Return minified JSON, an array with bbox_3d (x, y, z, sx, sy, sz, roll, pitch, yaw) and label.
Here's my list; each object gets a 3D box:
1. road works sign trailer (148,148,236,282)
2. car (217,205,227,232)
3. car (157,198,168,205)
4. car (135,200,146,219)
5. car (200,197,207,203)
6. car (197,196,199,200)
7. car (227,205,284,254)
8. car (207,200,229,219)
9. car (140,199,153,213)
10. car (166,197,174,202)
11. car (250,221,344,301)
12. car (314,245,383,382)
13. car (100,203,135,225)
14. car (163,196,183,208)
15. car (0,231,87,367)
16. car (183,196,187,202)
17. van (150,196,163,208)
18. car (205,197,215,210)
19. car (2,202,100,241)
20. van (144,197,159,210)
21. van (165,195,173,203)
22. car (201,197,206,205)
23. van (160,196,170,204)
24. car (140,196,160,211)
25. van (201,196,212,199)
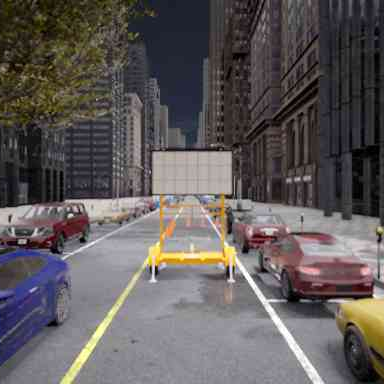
[{"bbox_3d":[0.006,0.508,9.873,2.380,3.560,2.880,0,0,0],"label":"road works sign trailer"},{"bbox_3d":[2.774,1.654,19.488,1.947,1.339,4.313,0,0,0],"label":"car"},{"bbox_3d":[-5.723,1.888,64.904,1.802,1.307,4.206,0,0,0],"label":"car"},{"bbox_3d":[-5.744,1.723,30.840,1.802,1.307,4.206,0,0,0],"label":"car"},{"bbox_3d":[2.812,1.975,81.941,1.802,1.307,4.206,0,0,0],"label":"car"},{"bbox_3d":[2.809,1.804,76.264,1.967,1.590,4.097,0,0,0],"label":"car"},{"bbox_3d":[2.770,1.502,13.811,1.967,1.590,4.097,0,0,0],"label":"car"},{"bbox_3d":[2.781,1.692,30.843,2.008,1.369,4.403,0,0,0],"label":"car"},{"bbox_3d":[-5.741,1.749,36.517,1.802,1.307,4.206,0,0,0],"label":"car"},{"bbox_3d":[-5.709,1.947,87.443,1.752,1.417,4.829,0,0,0],"label":"car"},{"bbox_3d":[2.767,1.618,8.133,1.802,1.307,4.206,0,0,0],"label":"car"},{"bbox_3d":[2.763,1.537,2.626,1.752,1.417,4.829,0,0,0],"label":"car"},{"bbox_3d":[-5.748,1.639,24.992,1.752,1.417,4.829,0,0,0],"label":"car"},{"bbox_3d":[-2.972,1.739,52.813,2.128,1.511,4.902,0,0,0],"label":"car"},{"bbox_3d":[-3.097,1.545,4.402,1.812,1.442,4.674,0,0,0],"label":"car"},{"bbox_3d":[-2.944,1.950,89.869,1.837,1.490,4.892,0,0,0],"label":"car"},{"bbox_3d":[-5.731,1.591,53.550,1.690,1.788,3.998,0,0,0],"label":"van"},{"bbox_3d":[2.784,1.608,36.521,1.967,1.590,4.097,0,0,0],"label":"car"},{"bbox_3d":[-5.755,1.377,13.808,2.192,1.841,5.009,0,0,0],"label":"car"},{"bbox_3d":[-5.734,1.563,47.873,1.690,1.788,3.998,0,0,0],"label":"van"},{"bbox_3d":[-5.713,1.734,81.937,1.690,1.788,3.998,0,0,0],"label":"van"},{"bbox_3d":[2.791,1.773,47.876,2.008,1.369,4.403,0,0,0],"label":"car"},{"bbox_3d":[-5.720,1.676,70.583,1.690,1.788,3.998,0,0,0],"label":"van"},{"bbox_3d":[-5.738,1.510,42.196,2.192,1.841,5.009,0,0,0],"label":"car"},{"bbox_3d":[2.794,1.591,53.555,1.690,1.788,3.998,0,0,0],"label":"van"}]
